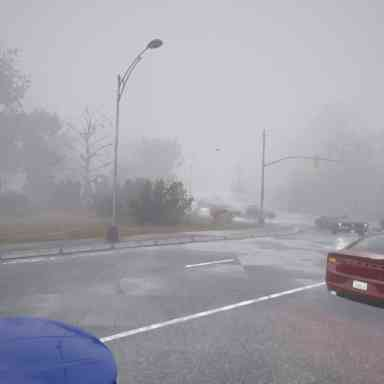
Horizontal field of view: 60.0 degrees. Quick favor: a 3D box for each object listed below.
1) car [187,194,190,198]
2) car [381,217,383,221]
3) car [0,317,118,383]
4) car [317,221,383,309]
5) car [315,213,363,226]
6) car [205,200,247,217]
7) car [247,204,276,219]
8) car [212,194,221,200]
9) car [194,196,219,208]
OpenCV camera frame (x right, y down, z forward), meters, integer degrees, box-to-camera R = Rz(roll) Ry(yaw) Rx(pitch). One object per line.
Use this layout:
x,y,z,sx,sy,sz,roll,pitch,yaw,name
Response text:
-0.445,1.176,69.983,2.033,1.411,5.357,2,2,-9,car
15.489,2.180,22.638,1.837,1.490,4.892,3,-2,-30,car
-2.839,1.478,1.717,5.008,1.535,1.882,0,0,-36,car
5.016,1.556,7.364,5.008,1.535,1.882,1,-1,-35,car
9.516,2.034,21.403,1.895,1.301,4.718,2,-1,5,car
3.823,2.086,38.569,2.033,1.411,5.357,3,0,-21,car
7.738,2.211,38.273,1.837,1.490,4.892,3,0,-22,car
5.870,1.112,79.193,2.033,1.411,5.357,2,2,-1,car
2.337,1.806,54.759,1.837,1.490,4.892,2,1,-13,car
